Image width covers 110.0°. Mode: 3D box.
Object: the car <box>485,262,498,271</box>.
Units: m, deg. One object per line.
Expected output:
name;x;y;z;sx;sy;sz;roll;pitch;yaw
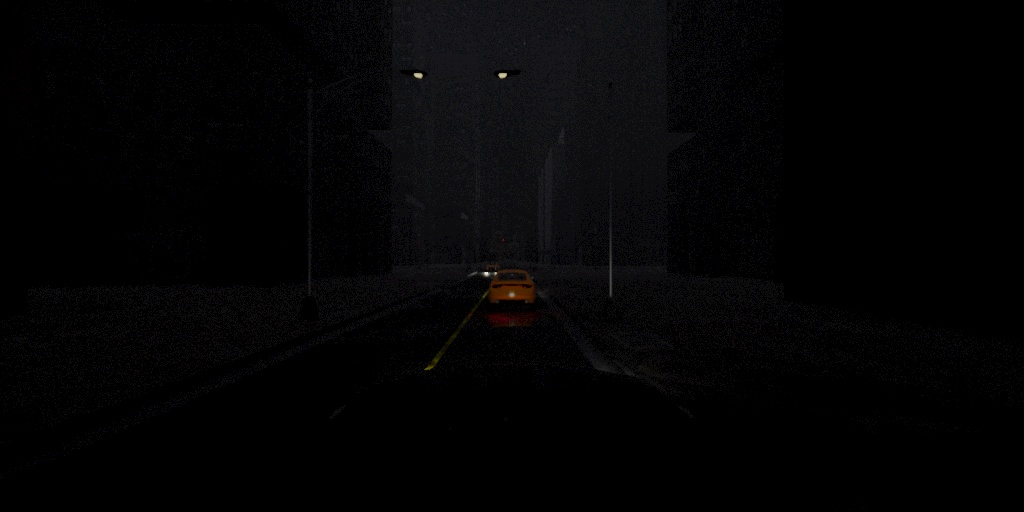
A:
car;-3.000;1.704;55.103;1.882;1.535;5.008;0;-1;0

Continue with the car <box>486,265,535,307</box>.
car;0.009;1.363;16.327;1.882;1.535;5.008;0;0;0
